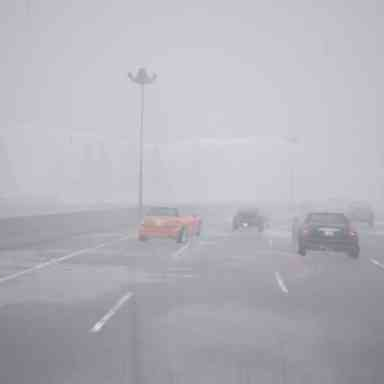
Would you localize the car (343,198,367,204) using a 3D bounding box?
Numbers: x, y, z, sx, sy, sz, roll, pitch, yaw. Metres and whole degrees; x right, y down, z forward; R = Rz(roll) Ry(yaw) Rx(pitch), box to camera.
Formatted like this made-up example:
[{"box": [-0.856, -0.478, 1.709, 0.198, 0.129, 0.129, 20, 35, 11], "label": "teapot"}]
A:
[{"box": [21.886, 1.959, 43.112, 2.097, 1.767, 4.553, 1, 0, 45], "label": "car"}]

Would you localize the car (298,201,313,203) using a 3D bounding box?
[{"box": [16.364, 2.051, 47.451, 1.837, 1.490, 4.892, -1, -2, 44], "label": "car"}]

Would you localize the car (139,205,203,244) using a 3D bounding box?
[{"box": [-0.894, 1.440, 16.667, 2.097, 1.767, 4.553, 1, 0, 15], "label": "car"}]

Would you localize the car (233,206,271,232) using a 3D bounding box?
[{"box": [3.958, 1.700, 21.818, 1.837, 1.490, 4.892, 0, -1, 20], "label": "car"}]

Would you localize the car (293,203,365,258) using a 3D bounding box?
[{"box": [5.421, 1.522, 13.969, 2.097, 1.767, 4.553, 1, 0, 14], "label": "car"}]

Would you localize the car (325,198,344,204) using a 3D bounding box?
[{"box": [20.973, 1.839, 47.369, 5.566, 2.045, 2.150, 1, -1, -42], "label": "car"}]

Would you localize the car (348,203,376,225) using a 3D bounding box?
[{"box": [14.129, 1.939, 27.763, 2.033, 1.411, 5.357, 1, 0, 31], "label": "car"}]
